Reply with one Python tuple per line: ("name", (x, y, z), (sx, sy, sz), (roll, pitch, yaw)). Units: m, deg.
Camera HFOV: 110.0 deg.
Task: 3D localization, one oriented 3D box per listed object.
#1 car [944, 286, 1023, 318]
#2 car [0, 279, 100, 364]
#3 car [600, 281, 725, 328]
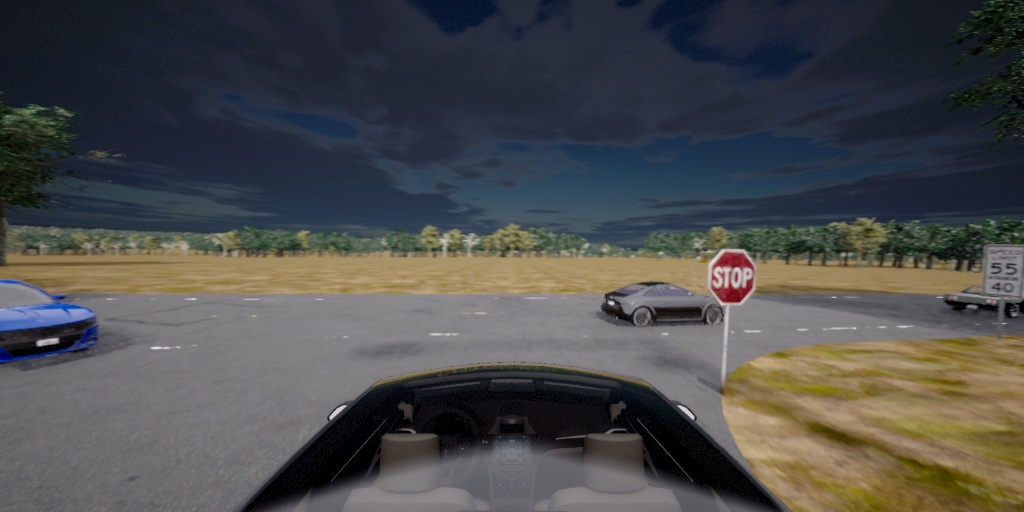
("car", (23.390, 2.117, 17.103), (4.718, 1.301, 1.895), (2, 2, -15))
("car", (-10.840, 1.202, 7.182), (5.008, 1.535, 1.882), (2, 1, 15))
("car", (5.267, 1.593, 12.528), (4.181, 1.385, 1.994), (1, 2, -13))
